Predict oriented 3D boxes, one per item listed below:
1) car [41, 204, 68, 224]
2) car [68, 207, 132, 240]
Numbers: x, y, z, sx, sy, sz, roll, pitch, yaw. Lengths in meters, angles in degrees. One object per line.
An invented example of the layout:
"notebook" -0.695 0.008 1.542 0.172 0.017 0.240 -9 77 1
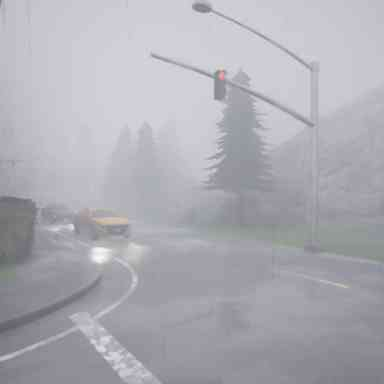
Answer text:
"car" -10.693 1.668 26.524 2.033 1.411 5.357 1 -1 -34
"car" -4.923 1.578 17.922 1.882 1.535 5.008 1 -1 -34
